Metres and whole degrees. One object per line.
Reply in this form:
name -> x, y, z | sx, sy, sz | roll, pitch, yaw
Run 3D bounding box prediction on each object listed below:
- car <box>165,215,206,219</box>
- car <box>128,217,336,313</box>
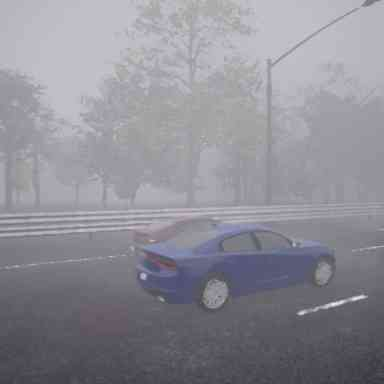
car -> 0.190, 1.505, 11.135 | 4.674, 1.442, 1.812 | 0, 0, -31
car -> 1.182, 1.464, 7.659 | 5.008, 1.535, 1.882 | 0, 0, -31
